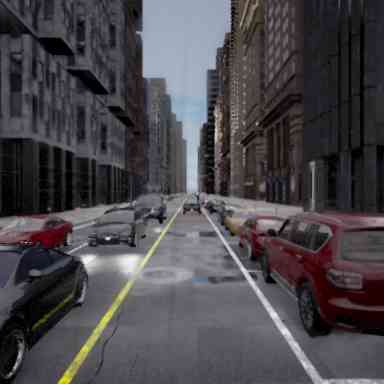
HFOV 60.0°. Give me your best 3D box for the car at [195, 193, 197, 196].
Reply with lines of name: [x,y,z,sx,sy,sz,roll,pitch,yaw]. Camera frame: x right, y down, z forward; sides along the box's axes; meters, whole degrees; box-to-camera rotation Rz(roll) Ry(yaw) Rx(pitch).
car: [2.492,1.239,85.033,2.192,1.841,5.009,0,0,0]

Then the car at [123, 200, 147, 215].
car: [-5.870,1.553,34.575,1.802,1.307,4.206,0,0,0]

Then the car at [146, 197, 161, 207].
car: [-5.924,1.482,51.211,1.752,1.417,4.829,0,0,0]

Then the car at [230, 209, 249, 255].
car: [2.727,1.528,12.212,1.887,1.381,4.507,0,0,0]

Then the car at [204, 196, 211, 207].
car: [2.637,1.537,40.221,1.802,1.307,4.206,0,0,0]

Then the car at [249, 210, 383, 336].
car: [2.744,1.304,6.609,2.192,1.841,5.009,0,0,0]

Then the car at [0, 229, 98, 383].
car: [-3.107,1.562,5.172,1.994,1.385,4.181,0,0,0]

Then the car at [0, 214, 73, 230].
car: [-5.798,1.539,12.167,1.887,1.381,4.507,0,0,0]

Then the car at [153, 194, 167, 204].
car: [-5.961,1.263,62.585,2.192,1.841,5.009,0,0,0]

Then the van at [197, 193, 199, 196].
van: [2.528,1.270,73.831,1.690,1.788,3.998,0,0,0]

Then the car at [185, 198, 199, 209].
car: [-0.044,1.554,46.154,1.895,1.301,4.718,0,0,0]

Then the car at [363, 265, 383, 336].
car: [2.762,1.520,1.178,1.752,1.417,4.829,0,0,0]

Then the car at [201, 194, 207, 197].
car: [2.619,1.390,45.822,1.967,1.590,4.097,0,0,0]

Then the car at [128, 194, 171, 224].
car: [-3.075,1.187,25.050,2.150,2.045,5.566,0,0,0]

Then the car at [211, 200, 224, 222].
car: [2.691,1.522,23.415,2.008,1.369,4.403,0,0,0]

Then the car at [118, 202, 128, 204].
car: [-5.852,1.558,28.973,1.802,1.307,4.206,0,0,0]

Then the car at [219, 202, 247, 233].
car: [2.708,1.502,17.984,1.752,1.417,4.829,0,0,0]

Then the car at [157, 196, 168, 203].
car: [-5.978,1.526,68.187,1.802,1.307,4.206,0,0,0]

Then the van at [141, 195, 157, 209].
van: [-5.907,1.302,45.779,1.690,1.788,3.998,0,0,0]

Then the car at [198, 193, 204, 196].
car: [2.583,1.381,57.025,1.967,1.590,4.097,0,0,0]

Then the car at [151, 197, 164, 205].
car: [-5.942,1.534,56.983,1.802,1.307,4.206,0,0,0]

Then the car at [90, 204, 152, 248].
car: [-3.132,1.494,14.780,1.837,1.490,4.892,0,0,0]

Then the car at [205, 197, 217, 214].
car: [2.655,1.526,34.619,1.947,1.339,4.313,0,0,0]

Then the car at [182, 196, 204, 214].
car: [-0.005,1.470,34.463,1.837,1.490,4.892,0,0,0]

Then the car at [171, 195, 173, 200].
car: [-5.997,1.380,73.789,1.967,1.590,4.097,0,0,0]
